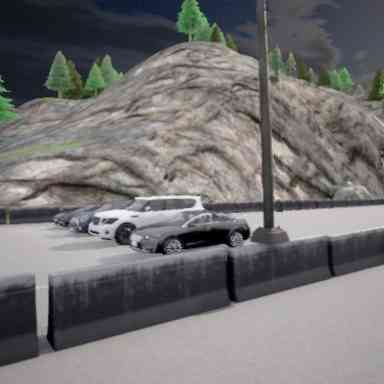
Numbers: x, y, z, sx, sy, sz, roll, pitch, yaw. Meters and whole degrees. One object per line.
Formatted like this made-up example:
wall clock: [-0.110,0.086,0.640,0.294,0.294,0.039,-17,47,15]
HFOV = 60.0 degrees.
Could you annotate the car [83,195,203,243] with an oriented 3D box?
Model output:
car: [-1.853,1.189,15.556,5.566,2.045,2.150,0,0,-35]

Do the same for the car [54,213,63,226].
car: [-6.118,1.466,21.113,4.892,1.490,1.837,0,0,-35]

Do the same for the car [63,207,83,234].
car: [-4.248,1.317,18.147,4.553,1.767,2.097,0,0,-35]

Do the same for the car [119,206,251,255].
car: [0.054,1.463,12.618,4.902,1.511,2.128,0,0,-35]
